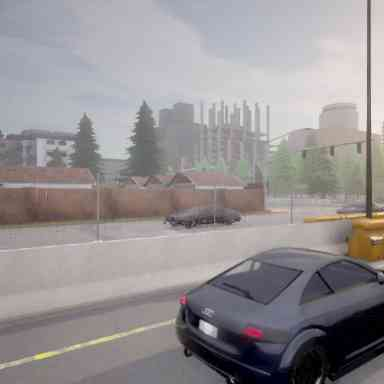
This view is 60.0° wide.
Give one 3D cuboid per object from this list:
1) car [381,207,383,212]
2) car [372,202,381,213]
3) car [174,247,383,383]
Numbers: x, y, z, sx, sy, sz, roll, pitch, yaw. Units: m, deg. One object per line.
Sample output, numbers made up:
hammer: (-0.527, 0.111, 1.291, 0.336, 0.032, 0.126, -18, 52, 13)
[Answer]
car: (15.909, 1.359, 23.775, 4.553, 1.767, 2.097, 0, 0, -35)
car: (13.238, 1.509, 26.180, 4.892, 1.490, 1.837, 1, 0, -35)
car: (1.820, 1.564, 5.038, 4.181, 1.385, 1.994, 0, 0, -35)
